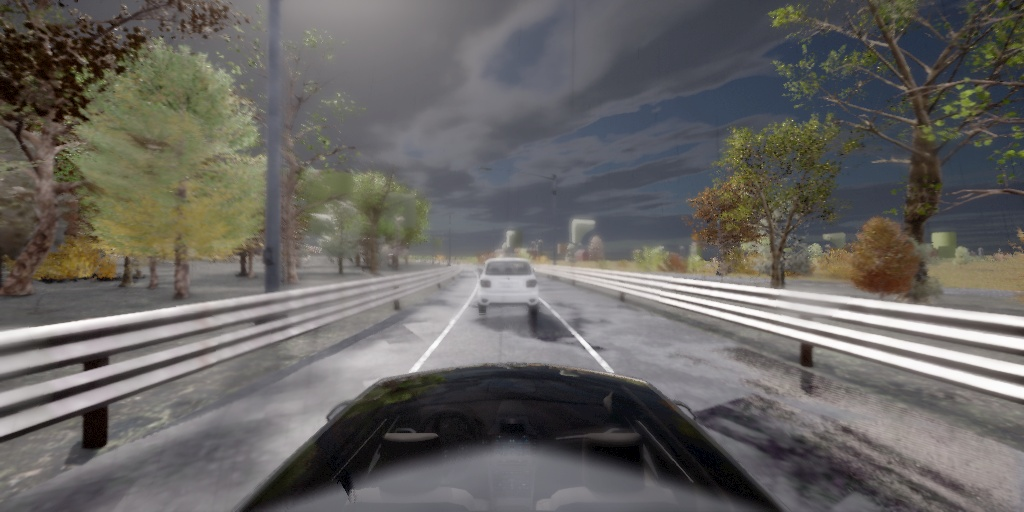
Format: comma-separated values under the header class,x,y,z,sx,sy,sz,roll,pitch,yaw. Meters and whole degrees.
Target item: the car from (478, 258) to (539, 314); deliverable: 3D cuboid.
class,x,y,z,sx,sy,sz,roll,pitch,yaw
car,-0.199,1.102,14.572,2.150,2.045,5.566,0,0,-2
